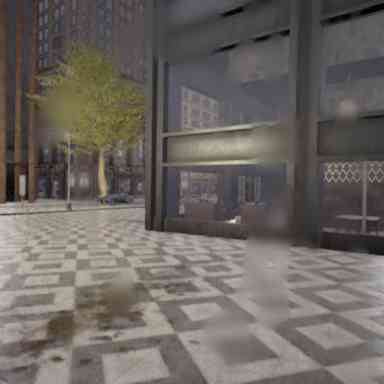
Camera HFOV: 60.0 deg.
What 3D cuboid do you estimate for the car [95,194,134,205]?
[{"bbox_3d":[-10.096,0.915,43.958,2.033,1.411,5.357,1,1,36],"label":"car"}]
